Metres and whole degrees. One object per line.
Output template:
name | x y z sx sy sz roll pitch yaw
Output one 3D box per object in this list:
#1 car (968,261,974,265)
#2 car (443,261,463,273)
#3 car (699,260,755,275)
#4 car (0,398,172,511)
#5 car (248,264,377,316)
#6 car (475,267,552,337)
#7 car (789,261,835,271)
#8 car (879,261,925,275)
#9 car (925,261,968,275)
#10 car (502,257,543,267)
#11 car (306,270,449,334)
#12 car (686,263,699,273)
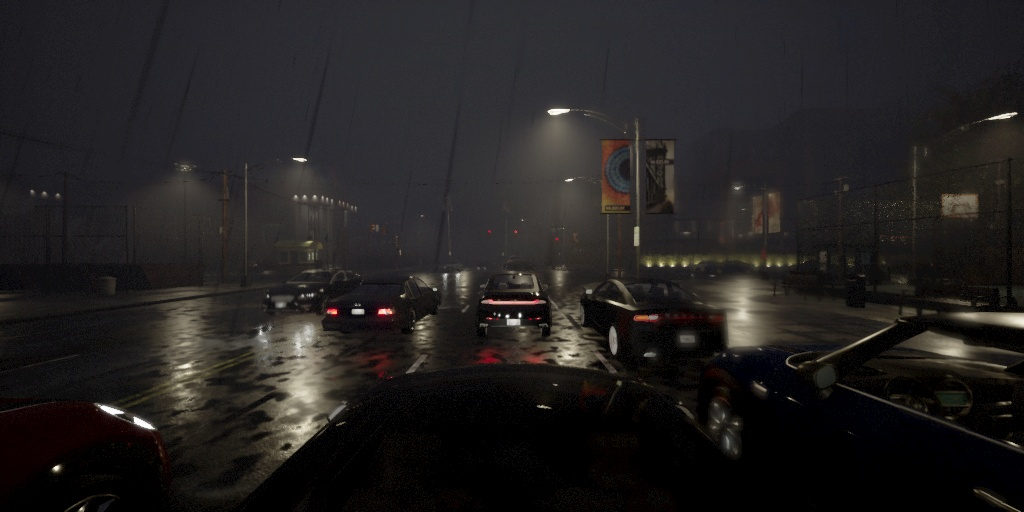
car | 45.200 1.297 32.269 5.357 1.411 2.033 0 0 -1
car | -7.061 1.274 43.532 1.812 1.442 4.674 0 0 1
car | 23.739 1.227 39.168 5.008 1.535 1.882 0 0 0
car | -3.403 1.102 0.561 2.097 1.767 4.553 0 0 0
car | -7.103 1.241 13.459 2.128 1.511 4.902 0 0 0
car | 0.056 1.241 10.302 2.128 1.511 4.902 0 0 0
car | 35.767 1.275 42.756 4.674 1.442 1.812 0 0 -1
car | 42.874 1.297 39.267 5.357 1.411 2.033 0 0 0
car | 45.168 1.241 35.769 4.902 1.511 2.128 0 0 -1
car | 1.027 1.240 44.628 2.128 1.511 4.902 0 0 -44
car | -3.442 1.297 10.566 2.033 1.411 5.357 0 0 0
car | 23.232 1.275 42.645 4.674 1.442 1.812 0 0 -1
